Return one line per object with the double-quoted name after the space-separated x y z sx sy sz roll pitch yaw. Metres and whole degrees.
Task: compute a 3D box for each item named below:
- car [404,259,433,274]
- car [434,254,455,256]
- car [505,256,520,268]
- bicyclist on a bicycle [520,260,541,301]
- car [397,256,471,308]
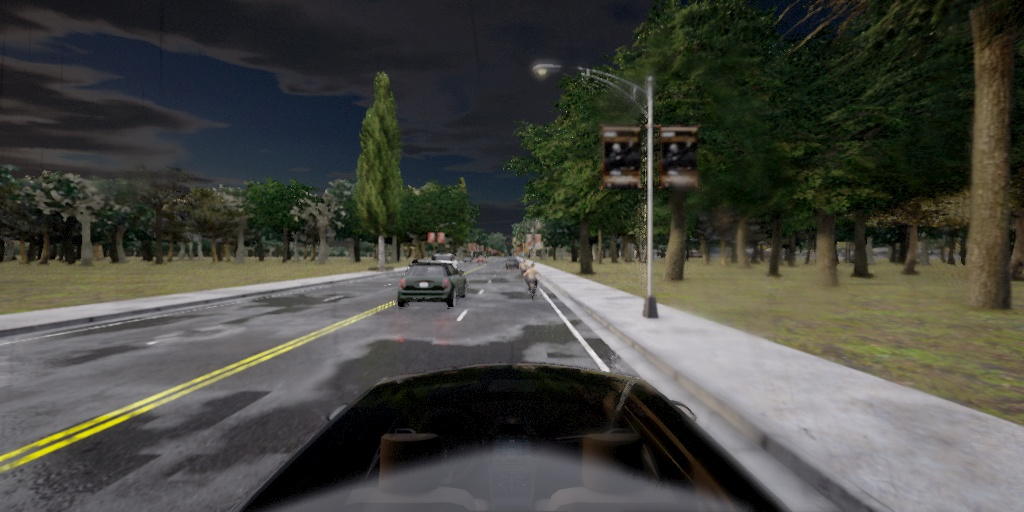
-9.850 1.077 38.316 1.837 1.490 4.892 0 0 0 "car"
-6.605 0.812 34.485 2.150 2.045 5.566 0 0 0 "car"
0.083 0.996 52.422 2.128 1.511 4.902 0 0 0 "car"
0.908 1.118 15.932 0.866 1.612 1.509 0 0 0 "bicyclist on a bicycle"
-3.154 1.037 14.945 2.097 1.767 4.553 0 0 0 "car"
